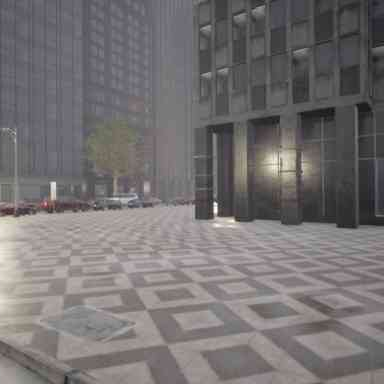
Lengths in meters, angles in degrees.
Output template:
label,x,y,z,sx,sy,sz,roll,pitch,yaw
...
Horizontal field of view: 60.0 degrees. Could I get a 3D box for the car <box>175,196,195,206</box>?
label,x,y,z,sx,sy,sz,roll,pitch,yaw
car,-0.178,1.470,53.140,1.887,1.381,4.507,-1,0,35

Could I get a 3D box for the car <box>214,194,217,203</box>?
label,x,y,z,sx,sy,sz,roll,pitch,yaw
car,3.024,1.229,57.782,2.192,1.841,5.009,-1,0,35

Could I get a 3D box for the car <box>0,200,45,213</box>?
label,x,y,z,sx,sy,sz,roll,pitch,yaw
car,-20.004,1.652,39.424,1.947,1.339,4.313,-1,0,35

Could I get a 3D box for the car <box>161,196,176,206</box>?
label,x,y,z,sx,sy,sz,roll,pitch,yaw
car,-2.444,1.449,54.464,2.128,1.511,4.902,-1,0,35

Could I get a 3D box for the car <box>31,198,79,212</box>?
label,x,y,z,sx,sy,sz,roll,pitch,yaw
car,-16.331,1.523,39.897,1.882,1.535,5.008,-1,0,35

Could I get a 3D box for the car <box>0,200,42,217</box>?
label,x,y,z,sx,sy,sz,roll,pitch,yaw
car,-16.194,1.584,29.938,1.802,1.307,4.206,-1,0,35

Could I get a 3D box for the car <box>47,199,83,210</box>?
label,x,y,z,sx,sy,sz,roll,pitch,yaw
car,-16.800,1.651,44.065,1.802,1.307,4.206,-1,0,35

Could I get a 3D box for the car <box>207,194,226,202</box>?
label,x,y,z,sx,sy,sz,roll,pitch,yaw
car,5.624,1.305,76.553,2.192,1.841,5.009,-1,0,35

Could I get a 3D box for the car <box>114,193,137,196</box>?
label,x,y,z,sx,sy,sz,roll,pitch,yaw
car,-10.269,1.236,48.671,2.150,2.045,5.566,-1,0,34

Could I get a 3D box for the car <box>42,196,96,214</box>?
label,x,y,z,sx,sy,sz,roll,pitch,yaw
car,-12.993,1.298,34.580,2.192,1.841,5.009,-1,0,35

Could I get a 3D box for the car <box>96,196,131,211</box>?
label,x,y,z,sx,sy,sz,roll,pitch,yaw
car,-9.787,1.532,39.219,1.947,1.339,4.313,-1,0,35

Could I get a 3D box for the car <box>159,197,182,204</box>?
label,x,y,z,sx,sy,sz,roll,pitch,yaw
car,-3.985,1.584,62.629,1.947,1.339,4.313,-1,0,35

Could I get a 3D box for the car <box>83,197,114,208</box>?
label,x,y,z,sx,sy,sz,roll,pitch,yaw
car,-13.598,1.494,48.706,1.967,1.590,4.097,-1,0,35

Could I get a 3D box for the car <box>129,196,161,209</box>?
label,x,y,z,sx,sy,sz,roll,pitch,yaw
car,-6.584,1.516,43.858,1.947,1.339,4.313,-1,0,35

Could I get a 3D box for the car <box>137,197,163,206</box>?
label,x,y,z,sx,sy,sz,roll,pitch,yaw
car,-7.286,1.554,57.847,1.752,1.417,4.829,-1,0,35
